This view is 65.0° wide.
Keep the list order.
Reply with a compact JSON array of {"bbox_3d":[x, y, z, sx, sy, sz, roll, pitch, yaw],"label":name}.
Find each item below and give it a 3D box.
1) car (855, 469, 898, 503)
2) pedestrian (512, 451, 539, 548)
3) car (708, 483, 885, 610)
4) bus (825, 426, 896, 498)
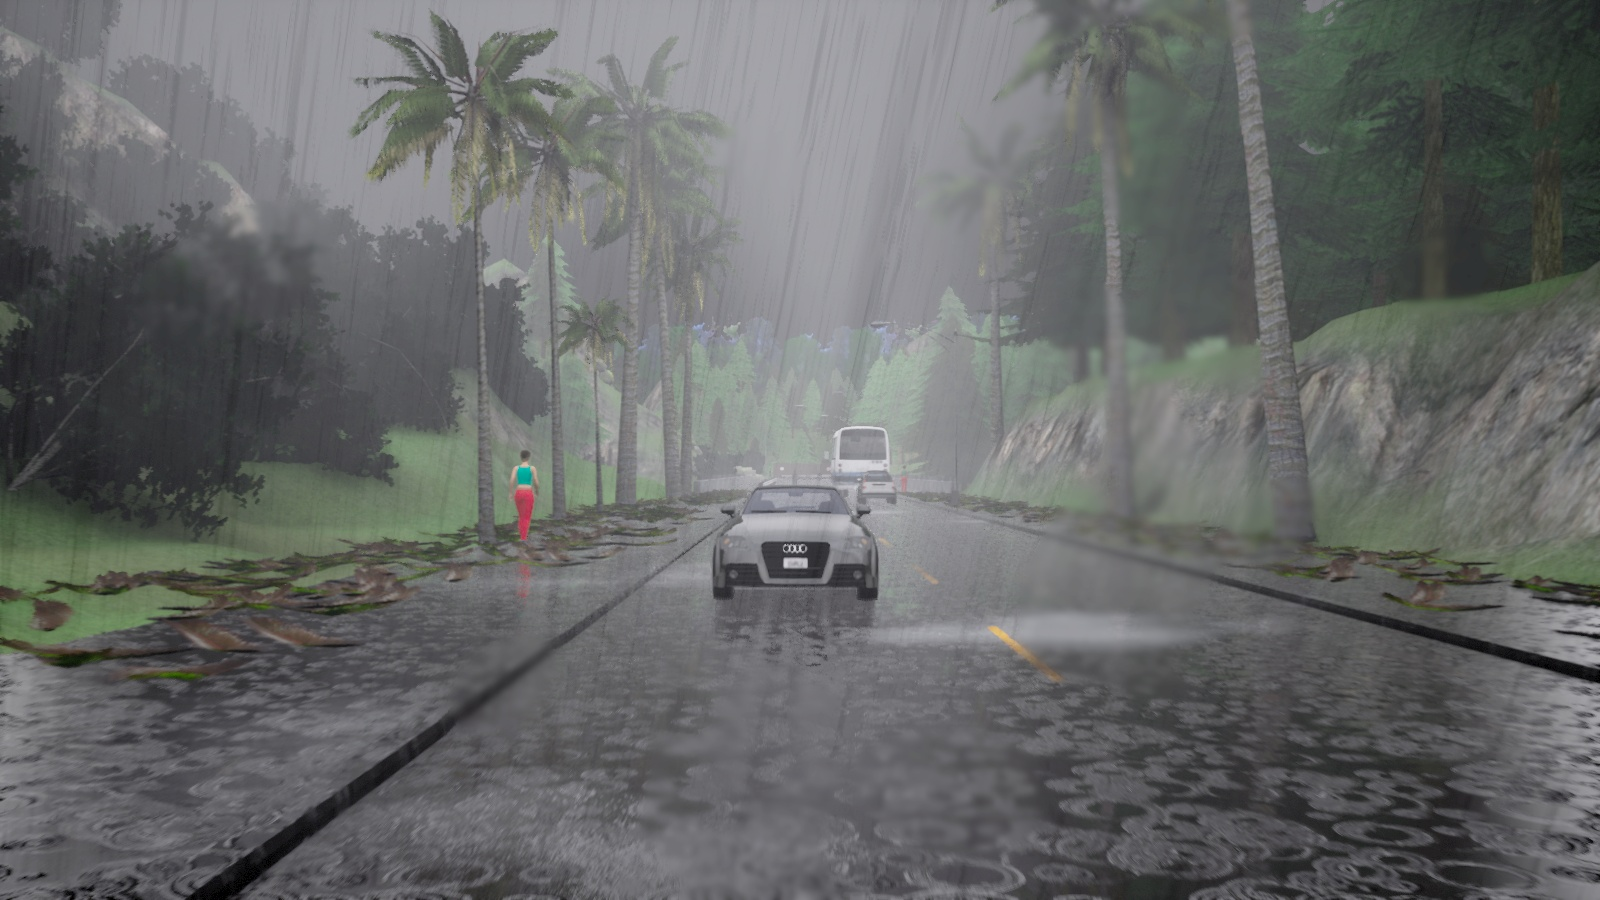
[{"bbox_3d":[3.766,1.738,62.139,1.851,1.617,3.988,0,-1,0],"label":"car"},{"bbox_3d":[-5.229,0.938,23.948,0.345,1.836,0.594,0,-1,4],"label":"pedestrian"},{"bbox_3d":[-0.047,1.152,16.348,1.994,1.385,4.181,0,-1,0],"label":"car"},{"bbox_3d":[3.688,0.762,79.935,3.944,4.253,10.273,0,-1,0],"label":"bus"}]
